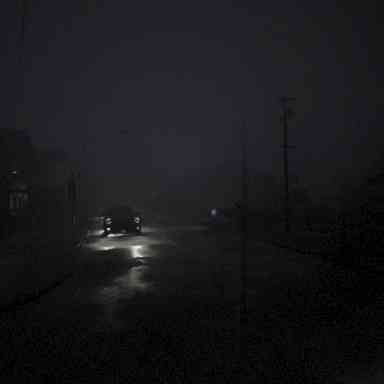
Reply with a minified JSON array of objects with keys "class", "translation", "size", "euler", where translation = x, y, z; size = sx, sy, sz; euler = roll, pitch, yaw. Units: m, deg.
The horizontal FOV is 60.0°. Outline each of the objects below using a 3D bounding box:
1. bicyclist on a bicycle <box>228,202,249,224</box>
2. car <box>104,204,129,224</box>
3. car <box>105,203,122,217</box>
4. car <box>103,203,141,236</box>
[{"class":"bicyclist on a bicycle","translation":[3.371,1.525,24.167],"size":[1.656,1.620,0.582],"euler":[-1,-1,-15]},{"class":"car","translation":[-7.050,1.949,30.735],"size":[2.128,1.511,4.902],"euler":[-1,-1,-15]},{"class":"car","translation":[-9.658,2.135,40.641],"size":[1.812,1.442,4.674],"euler":[-1,0,-15]},{"class":"car","translation":[-4.414,1.657,20.776],"size":[2.097,1.767,4.553],"euler":[-1,-1,-15]}]
